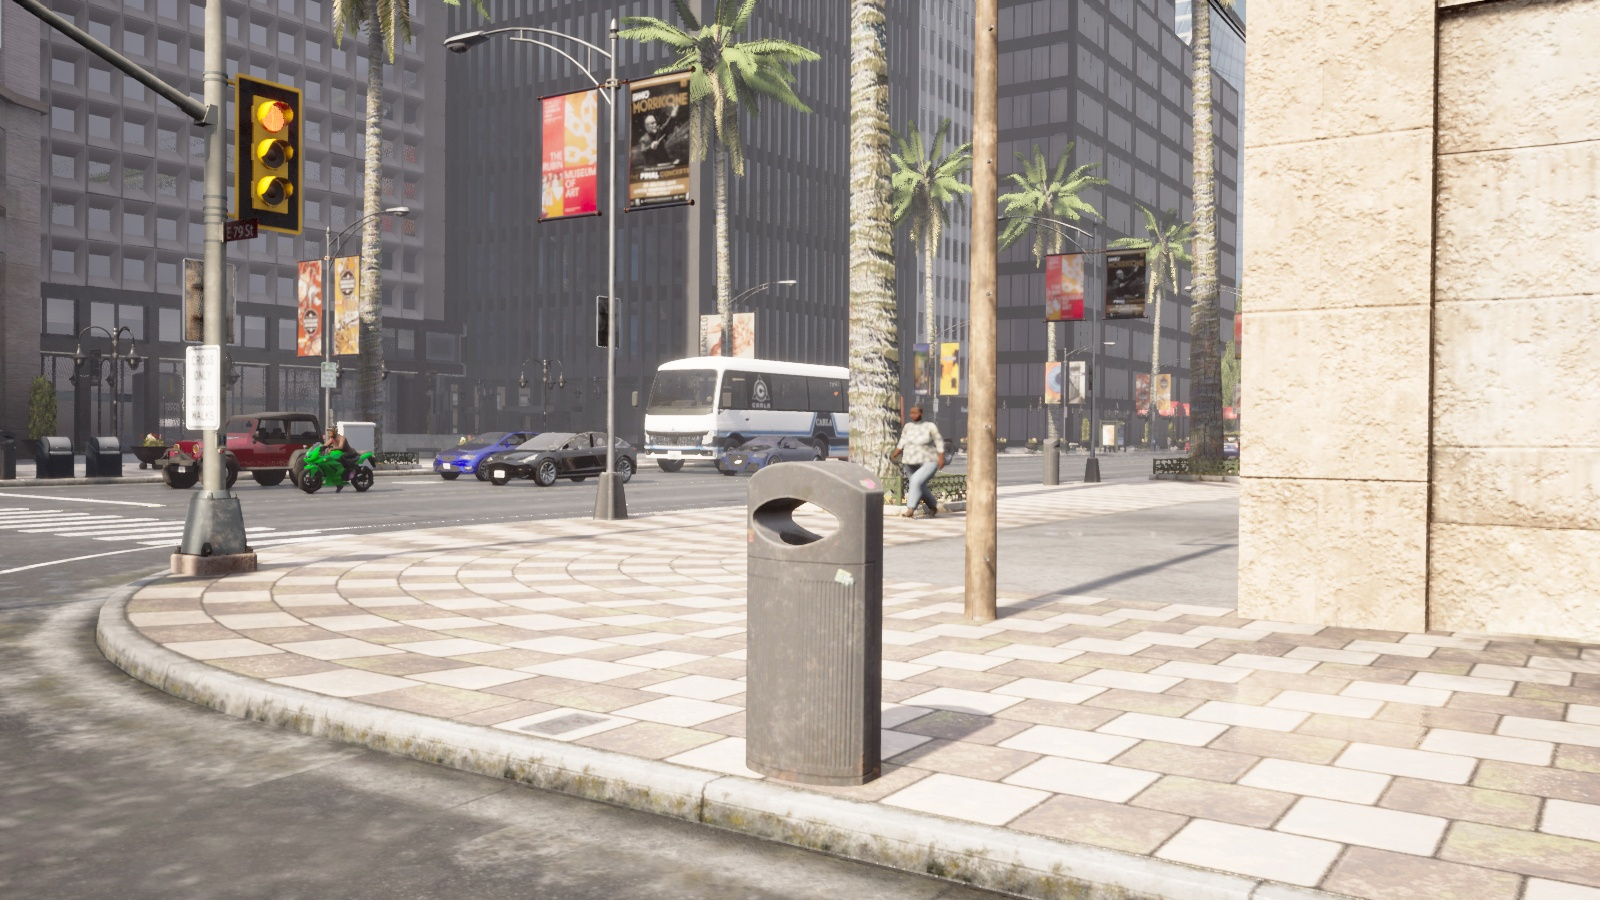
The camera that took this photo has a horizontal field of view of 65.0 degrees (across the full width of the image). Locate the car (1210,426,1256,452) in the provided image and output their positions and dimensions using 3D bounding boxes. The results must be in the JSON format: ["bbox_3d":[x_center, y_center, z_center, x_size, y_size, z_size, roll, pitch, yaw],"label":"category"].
[{"bbox_3d":[27.791,-0.722,80.576,1.851,1.617,3.988,0,1,33],"label":"car"}]

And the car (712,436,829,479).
[{"bbox_3d":[-0.953,0.215,43.117,1.994,1.385,4.181,0,1,33],"label":"car"}]

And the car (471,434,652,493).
[{"bbox_3d":[-6.506,0.315,34.783,2.163,1.488,4.792,0,1,33],"label":"car"}]

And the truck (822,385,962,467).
[{"bbox_3d":[4.364,-1.074,57.412,2.891,3.462,7.936,0,1,33],"label":"truck"}]

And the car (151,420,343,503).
[{"bbox_3d":[-13.428,0.230,30.680,1.905,1.878,3.866,0,1,34],"label":"car"}]

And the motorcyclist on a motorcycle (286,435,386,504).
[{"bbox_3d":[-10.567,0.418,28.681,0.797,1.523,2.044,0,1,34],"label":"motorcyclist on a motorcycle"}]

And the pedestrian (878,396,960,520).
[{"bbox_3d":[1.838,0.107,19.392,0.874,1.855,0.900,0,1,43],"label":"pedestrian"}]

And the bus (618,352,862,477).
[{"bbox_3d":[-1.975,-1.281,47.871,3.944,4.253,10.273,0,1,34],"label":"bus"}]

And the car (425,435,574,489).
[{"bbox_3d":[-8.902,0.314,37.493,1.816,1.474,4.193,0,1,34],"label":"car"}]
